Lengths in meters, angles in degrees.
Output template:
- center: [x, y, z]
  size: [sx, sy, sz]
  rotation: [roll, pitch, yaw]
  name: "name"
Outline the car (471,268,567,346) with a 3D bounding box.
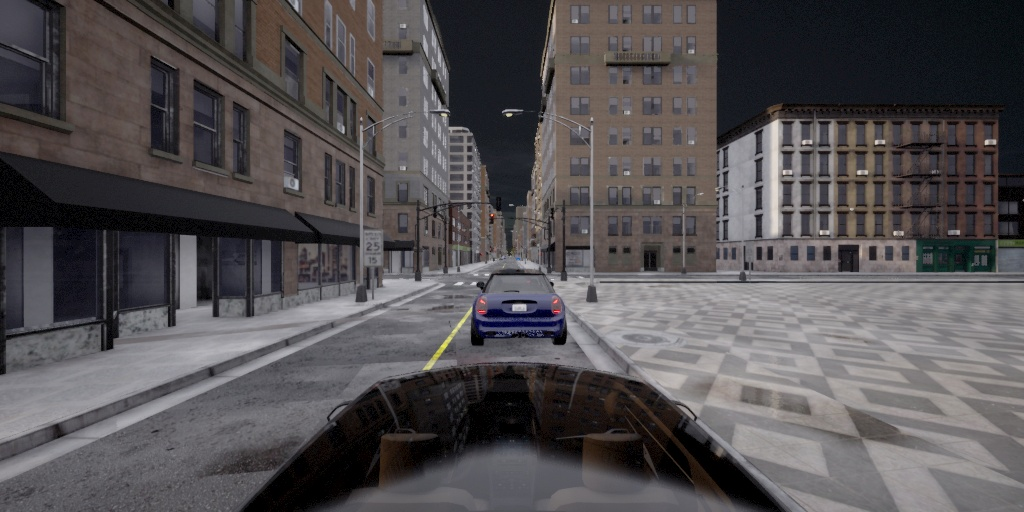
- center: [0.101, 1.102, 9.622]
  size: [2.097, 1.767, 4.553]
  rotation: [0, 0, -1]
  name: "car"
